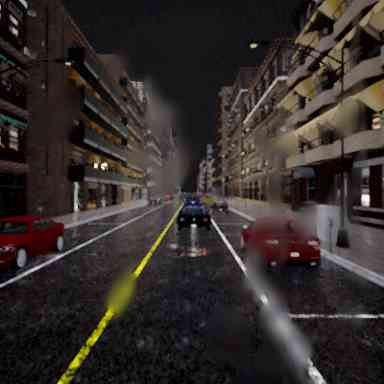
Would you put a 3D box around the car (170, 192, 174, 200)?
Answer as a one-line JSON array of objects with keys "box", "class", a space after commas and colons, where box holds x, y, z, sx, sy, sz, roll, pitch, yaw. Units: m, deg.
[{"box": [-5.654, 0.978, 78.583, 2.192, 1.841, 5.009, 0, 0, 0], "class": "car"}]

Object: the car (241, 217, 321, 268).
[{"box": [2.696, 1.498, 10.942, 1.887, 1.381, 4.507, 0, 0, 0], "class": "car"}]

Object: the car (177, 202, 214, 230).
[{"box": [0.108, 1.516, 20.117, 1.895, 1.301, 4.718, 0, 0, 0], "class": "car"}]

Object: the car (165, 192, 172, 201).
[{"box": [-5.659, 1.256, 67.311, 1.887, 1.381, 4.507, 0, 0, 0], "class": "car"}]

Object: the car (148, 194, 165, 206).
[{"box": [-5.667, 1.336, 50.402, 2.008, 1.369, 4.403, 0, 0, 0], "class": "car"}]

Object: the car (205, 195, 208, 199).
[{"box": [2.717, 1.285, 56.200, 1.752, 1.417, 4.829, 0, 0, 0], "class": "car"}]

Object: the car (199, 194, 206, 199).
[{"box": [2.731, 1.195, 89.848, 1.802, 1.307, 4.206, 0, 0, 0], "class": "car"}]

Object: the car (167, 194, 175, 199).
[{"box": [-5.649, 1.140, 89.685, 1.752, 1.417, 4.829, 0, 0, 0], "class": "car"}]

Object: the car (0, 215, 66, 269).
[{"box": [-5.684, 1.499, 10.950, 1.887, 1.381, 4.507, 0, 0, 0], "class": "car"}]

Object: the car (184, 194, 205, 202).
[{"box": [0.117, 1.192, 37.718, 2.097, 1.767, 4.553, 0, 0, 0], "class": "car"}]

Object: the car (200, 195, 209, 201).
[{"box": [2.724, 1.269, 72.939, 1.802, 1.307, 4.206, 0, 0, 0], "class": "car"}]

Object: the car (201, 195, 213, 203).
[{"box": [2.719, 1.302, 61.667, 1.947, 1.339, 4.313, 0, 0, 0], "class": "car"}]

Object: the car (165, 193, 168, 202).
[{"box": [-5.665, 1.311, 56.039, 2.008, 1.369, 4.403, 0, 0, 0], "class": "car"}]

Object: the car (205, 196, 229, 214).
[{"box": [2.706, 1.409, 33.486, 2.008, 1.369, 4.403, 0, 0, 0], "class": "car"}]
